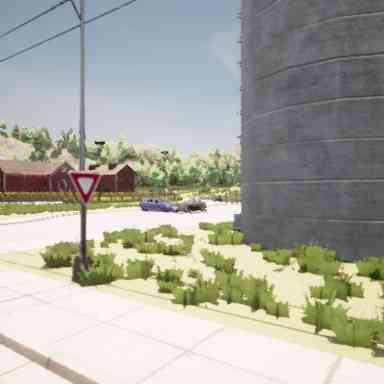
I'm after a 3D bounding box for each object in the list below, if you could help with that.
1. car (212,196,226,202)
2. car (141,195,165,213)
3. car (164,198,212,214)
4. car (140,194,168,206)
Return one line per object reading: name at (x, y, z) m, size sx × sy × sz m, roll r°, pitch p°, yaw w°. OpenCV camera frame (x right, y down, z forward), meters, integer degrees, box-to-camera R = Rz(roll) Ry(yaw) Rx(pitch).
car at (6.294, 1.517, 75.236) m, size 3.905 × 1.438 × 1.784 m, roll 0°, pitch 0°, yaw 35°
car at (-3.644, 1.479, 37.638) m, size 4.611 × 1.667 × 2.242 m, roll 0°, pitch 0°, yaw 35°
car at (-0.315, 1.490, 35.209) m, size 2.128 × 1.511 × 4.902 m, roll 0°, pitch 0°, yaw 35°
car at (-6.457, 1.308, 56.722) m, size 4.605 × 1.855 × 1.932 m, roll 0°, pitch 0°, yaw 35°
